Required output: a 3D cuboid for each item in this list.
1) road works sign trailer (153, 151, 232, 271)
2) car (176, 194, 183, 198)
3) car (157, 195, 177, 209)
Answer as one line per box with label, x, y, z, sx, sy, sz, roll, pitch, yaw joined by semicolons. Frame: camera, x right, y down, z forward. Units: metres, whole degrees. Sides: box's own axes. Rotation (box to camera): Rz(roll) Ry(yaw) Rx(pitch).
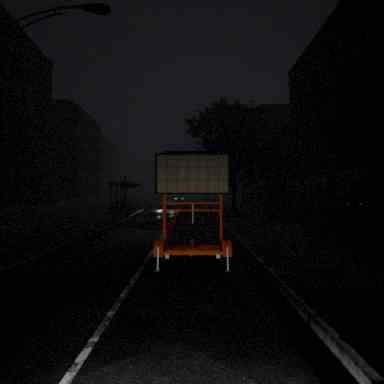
road works sign trailer;0.024;0.470;10.858;2.380;3.560;2.880;0;0;0
car;-3.347;0.812;90.069;1.882;1.535;5.008;0;0;0
car;-3.217;1.369;41.800;1.812;1.442;4.674;0;1;0
